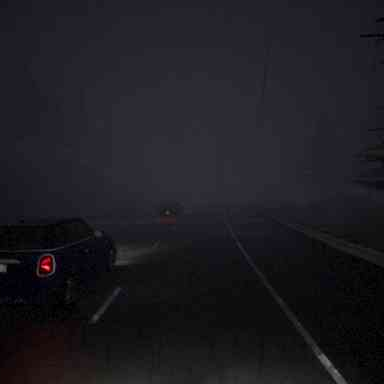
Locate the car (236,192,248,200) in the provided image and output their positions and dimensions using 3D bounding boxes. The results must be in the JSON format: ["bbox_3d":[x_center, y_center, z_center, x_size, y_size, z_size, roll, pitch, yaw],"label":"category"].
[{"bbox_3d":[13.032,1.116,89.369,2.150,2.045,5.566,0,0,15],"label":"car"}]

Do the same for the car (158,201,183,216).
[{"bbox_3d":[-1.957,1.561,32.016,1.895,1.301,4.718,0,0,5],"label":"car"}]

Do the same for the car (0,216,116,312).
[{"bbox_3d":[-3.291,1.342,7.868,2.097,1.767,4.553,0,0,1],"label":"car"}]
